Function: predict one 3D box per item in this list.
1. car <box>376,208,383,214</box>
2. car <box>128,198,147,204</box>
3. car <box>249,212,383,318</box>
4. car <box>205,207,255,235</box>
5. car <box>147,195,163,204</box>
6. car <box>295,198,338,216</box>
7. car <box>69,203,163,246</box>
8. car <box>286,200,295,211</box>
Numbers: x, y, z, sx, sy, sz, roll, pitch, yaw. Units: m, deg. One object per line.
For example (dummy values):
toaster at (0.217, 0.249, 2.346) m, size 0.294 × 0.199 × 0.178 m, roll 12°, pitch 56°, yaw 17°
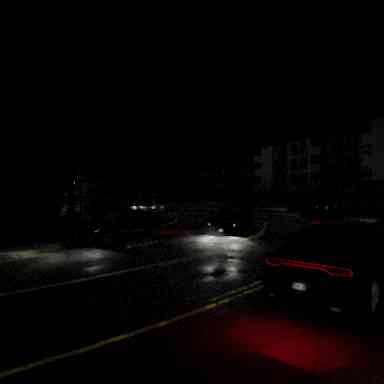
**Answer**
car at (13.897, 1.448, 22.174) m, size 1.837 × 1.490 × 4.892 m, roll 0°, pitch -1°, yaw 11°
car at (-9.964, 1.839, 58.670) m, size 1.994 × 1.385 × 4.181 m, roll 0°, pitch 0°, yaw -23°
car at (3.483, 1.471, 7.603) m, size 1.882 × 1.535 × 5.008 m, roll 0°, pitch 0°, yaw 41°
car at (2.411, 1.579, 19.499) m, size 2.033 × 1.411 × 5.357 m, roll 0°, pitch 0°, yaw 21°
car at (-6.759, 1.370, 60.070) m, size 2.097 × 1.767 × 4.553 m, roll 0°, pitch 0°, yaw -23°
car at (10.940, 1.338, 29.077) m, size 2.097 × 1.767 × 4.553 m, roll -1°, pitch 0°, yaw 1°
car at (-3.536, 1.550, 16.080) m, size 1.882 × 1.535 × 5.008 m, roll 0°, pitch 0°, yaw 32°
car at (12.818, 1.489, 38.808) m, size 2.128 × 1.511 × 4.902 m, roll 0°, pitch 0°, yaw -16°
